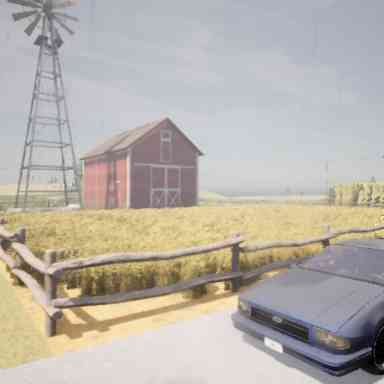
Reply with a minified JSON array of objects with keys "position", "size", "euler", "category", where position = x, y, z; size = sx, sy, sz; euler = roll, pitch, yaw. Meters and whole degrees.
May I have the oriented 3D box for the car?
[{"position":[3.205,1.565,5.777],"size":[5.357,1.411,2.033],"euler":[0,0,-35],"category":"car"}]
